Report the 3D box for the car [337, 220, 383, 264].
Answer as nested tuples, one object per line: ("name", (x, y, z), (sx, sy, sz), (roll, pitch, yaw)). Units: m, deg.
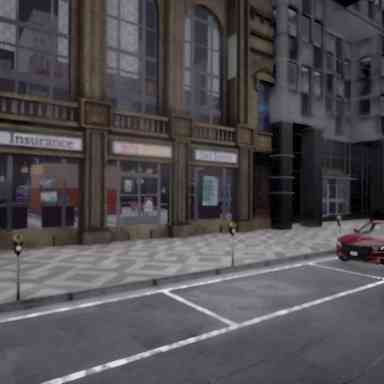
("car", (6.796, 1.658, 11.503), (4.507, 1.381, 1.887), (1, -1, -36))
